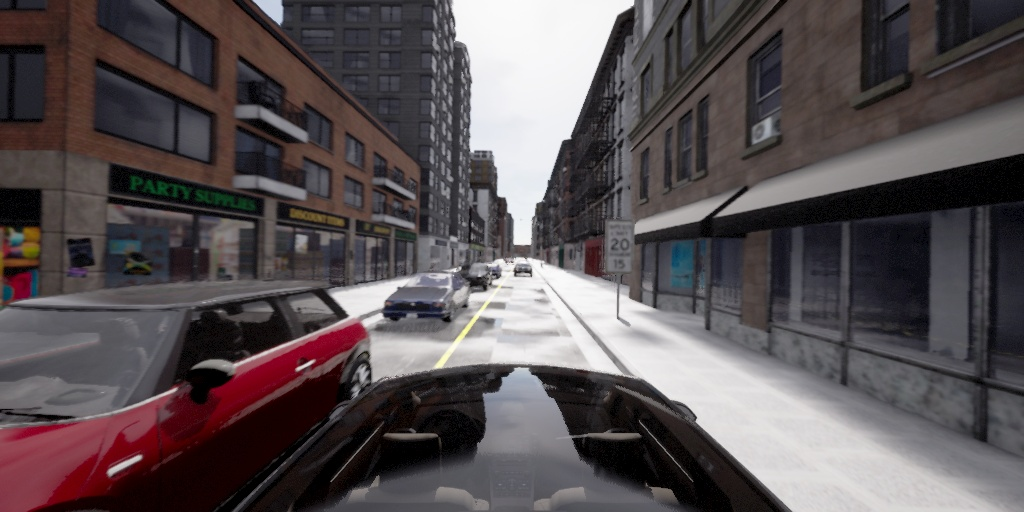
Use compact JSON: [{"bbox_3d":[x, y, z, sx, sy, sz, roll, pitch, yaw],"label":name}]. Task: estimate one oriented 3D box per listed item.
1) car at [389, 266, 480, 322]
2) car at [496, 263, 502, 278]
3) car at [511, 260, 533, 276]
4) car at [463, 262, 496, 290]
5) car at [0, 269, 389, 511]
[{"bbox_3d":[-2.582,1.225,12.276,2.033,1.411,5.357,1,0,2],"label":"car"},{"bbox_3d":[-1.933,1.256,31.894,1.895,1.301,4.718,1,0,2],"label":"car"},{"bbox_3d":[1.122,1.313,36.540,1.895,1.301,4.718,1,0,2],"label":"car"},{"bbox_3d":[-2.271,1.145,22.051,1.882,1.535,5.008,1,0,2],"label":"car"},{"bbox_3d":[-2.886,1.037,2.749,2.097,1.767,4.553,1,0,2],"label":"car"}]
